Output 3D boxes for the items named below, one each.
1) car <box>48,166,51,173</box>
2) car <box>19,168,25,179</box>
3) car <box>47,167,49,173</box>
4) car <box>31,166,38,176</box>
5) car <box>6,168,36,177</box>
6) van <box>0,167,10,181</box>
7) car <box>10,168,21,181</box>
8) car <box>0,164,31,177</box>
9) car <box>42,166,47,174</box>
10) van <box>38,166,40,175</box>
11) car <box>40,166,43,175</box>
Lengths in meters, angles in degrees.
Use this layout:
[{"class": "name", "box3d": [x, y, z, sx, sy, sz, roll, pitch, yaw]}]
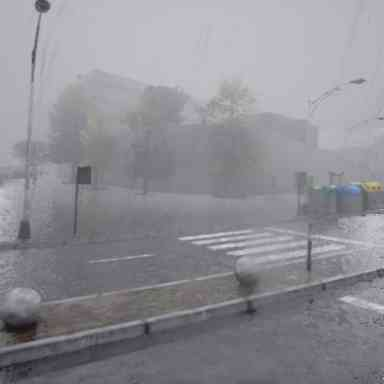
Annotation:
[{"class": "car", "box3d": [-39.605, -5.351, 84.358, 5.366, 1.575, 1.946, 2, 4, -36]}, {"class": "car", "box3d": [-32.590, -3.008, 58.339, 4.792, 1.488, 2.163, 2, 5, -35]}, {"class": "car", "box3d": [-38.807, -5.112, 81.484, 5.366, 1.575, 1.946, 2, 4, -36]}, {"class": "car", "box3d": [-34.912, -4.079, 67.008, 5.566, 2.045, 2.435, 2, 5, -36]}, {"class": "car", "box3d": [-35.906, -4.102, 69.771, 5.366, 1.575, 1.946, 2, 5, -36]}, {"class": "van", "box3d": [-30.246, -2.473, 49.675, 4.442, 1.987, 1.878, 2, 5, -34]}, {"class": "car", "box3d": [-31.841, -2.774, 55.422, 4.892, 1.521, 2.231, 2, 5, -35]}, {"class": "car", "box3d": [-33.336, -3.551, 61.223, 5.566, 2.045, 2.435, 2, 5, -35]}, {"class": "car", "box3d": [-38.122, -5.117, 78.504, 5.566, 2.045, 2.435, 2, 4, -36]}, {"class": "van", "box3d": [-36.449, -4.578, 72.810, 4.442, 1.987, 1.878, 2, 4, -36]}, {"class": "car", "box3d": [-37.514, -4.623, 75.520, 5.366, 1.575, 1.946, 2, 5, -36]}]
